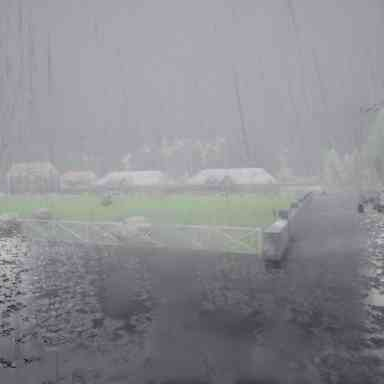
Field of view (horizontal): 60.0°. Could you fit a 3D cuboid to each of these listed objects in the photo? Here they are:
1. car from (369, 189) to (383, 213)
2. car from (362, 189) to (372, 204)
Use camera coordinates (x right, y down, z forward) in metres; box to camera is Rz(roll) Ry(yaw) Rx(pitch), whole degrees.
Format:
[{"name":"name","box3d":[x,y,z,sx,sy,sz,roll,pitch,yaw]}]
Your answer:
[{"name":"car","box3d":[15.181,0.758,25.668,1.812,1.442,4.674,0,1,22]},{"name":"car","box3d":[18.984,0.478,35.091,1.837,1.490,4.892,0,1,22]}]
